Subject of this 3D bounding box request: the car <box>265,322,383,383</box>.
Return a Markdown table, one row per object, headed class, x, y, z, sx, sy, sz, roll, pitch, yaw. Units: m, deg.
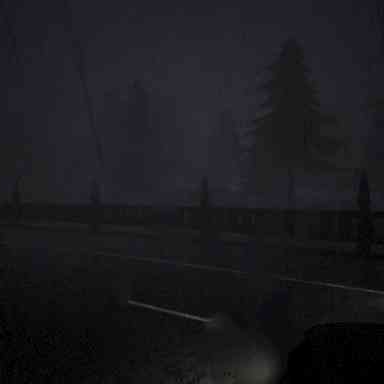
| class | x | y | z | sx | sy | sz | roll | pitch | yaw |
| --- | --- | --- | --- | --- | --- | --- | --- | --- | --- |
| car | 3.053 | 1.537 | 1.726 | 5.357 | 1.411 | 2.033 | 0 | 0 | 36 |
